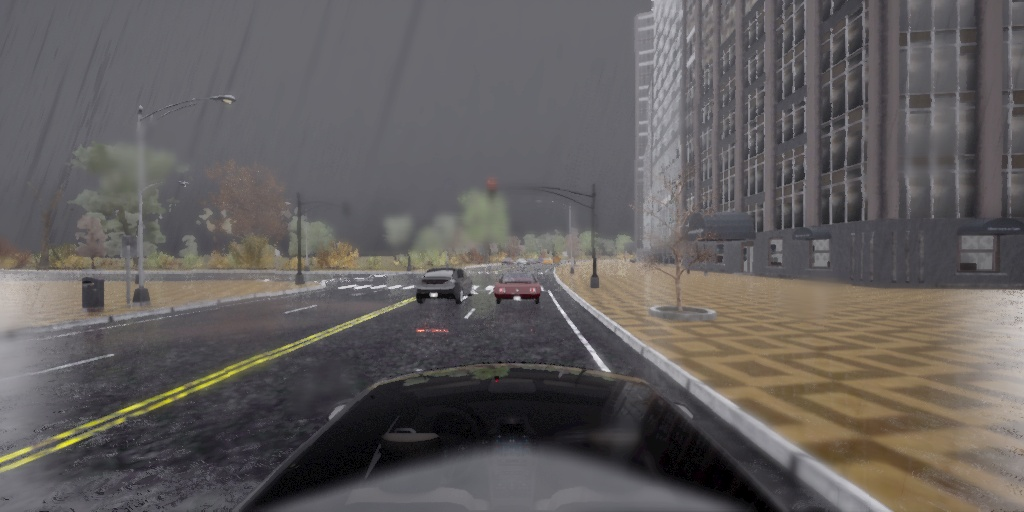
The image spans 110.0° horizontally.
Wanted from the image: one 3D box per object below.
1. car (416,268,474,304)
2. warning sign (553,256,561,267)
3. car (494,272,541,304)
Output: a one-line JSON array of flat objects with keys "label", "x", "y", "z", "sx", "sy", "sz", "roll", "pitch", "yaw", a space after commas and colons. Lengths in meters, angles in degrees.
[{"label": "car", "x": -2.949, "y": 1.267, "z": 16.390, "sx": 1.837, "sy": 1.490, "sz": 4.892, "roll": 0, "pitch": 0, "yaw": 2}, {"label": "warning sign", "x": 7.156, "y": 0.879, "z": 57.150, "sx": 1.300, "sy": 1.860, "sz": 1.060, "roll": 0, "pitch": 0, "yaw": 9}, {"label": "car", "x": 0.300, "y": 1.368, "z": 16.289, "sx": 1.895, "sy": 1.301, "sz": 4.718, "roll": 0, "pitch": 0, "yaw": 2}]
